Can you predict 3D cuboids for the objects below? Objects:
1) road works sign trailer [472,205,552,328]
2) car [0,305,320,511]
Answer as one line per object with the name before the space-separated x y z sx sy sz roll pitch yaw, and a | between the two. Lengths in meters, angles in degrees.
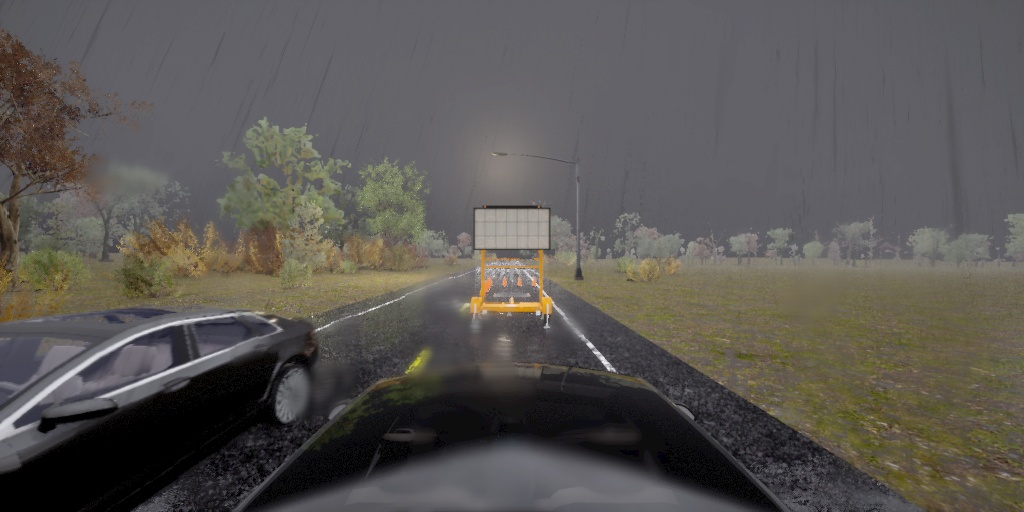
road works sign trailer | 0.000 0.216 11.326 2.380 3.560 2.880 0 0 0
car | -3.500 1.241 2.852 2.128 1.511 4.902 0 0 0
